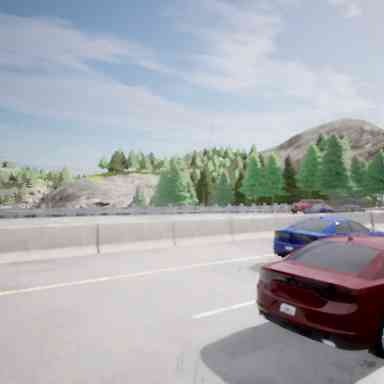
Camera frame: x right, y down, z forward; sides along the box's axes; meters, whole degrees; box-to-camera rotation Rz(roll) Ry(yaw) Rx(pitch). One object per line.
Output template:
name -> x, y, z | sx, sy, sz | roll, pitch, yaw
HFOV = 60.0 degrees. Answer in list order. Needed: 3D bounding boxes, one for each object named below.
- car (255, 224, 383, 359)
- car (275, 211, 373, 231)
car -> 3.375, 1.551, 6.168 | 5.008, 1.535, 1.882 | 1, -1, -36
car -> 4.971, 1.611, 11.611 | 5.008, 1.535, 1.882 | 1, -1, -36
